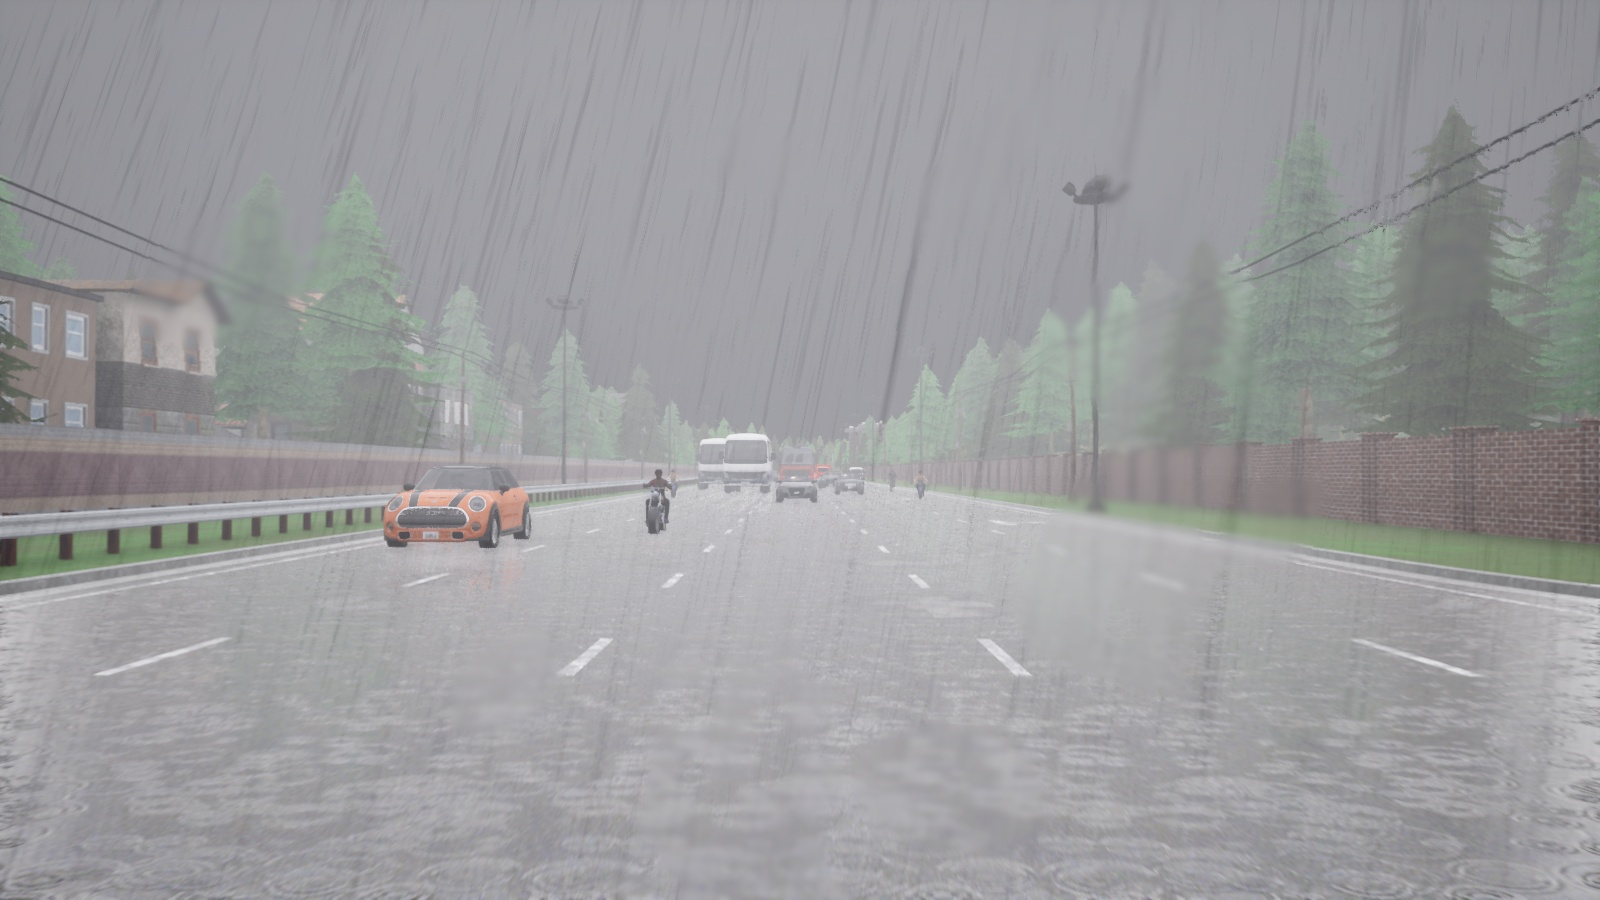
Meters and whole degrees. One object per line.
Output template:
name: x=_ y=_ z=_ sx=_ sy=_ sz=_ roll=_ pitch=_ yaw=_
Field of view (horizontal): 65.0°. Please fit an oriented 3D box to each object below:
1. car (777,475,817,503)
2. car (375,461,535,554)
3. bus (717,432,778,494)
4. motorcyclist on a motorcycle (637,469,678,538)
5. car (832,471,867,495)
car: x=-0.151 y=1.951 z=63.568 sx=1.994 sy=1.385 sz=4.181 roll=0 pitch=-1 yaw=0
car: x=-7.063 y=1.144 z=26.251 sx=2.097 sy=1.767 sz=4.553 roll=0 pitch=-1 yaw=0
bus: x=-3.738 y=0.997 z=91.640 sx=3.944 sy=4.253 sz=10.273 roll=0 pitch=-1 yaw=0
motorcyclist on a motorcycle: x=-3.576 y=1.313 z=31.627 sx=0.766 sy=1.649 sz=2.350 roll=0 pitch=-1 yaw=0
car: x=3.299 y=2.176 z=84.130 sx=2.128 sy=1.511 sz=4.902 roll=0 pitch=-1 yaw=0
